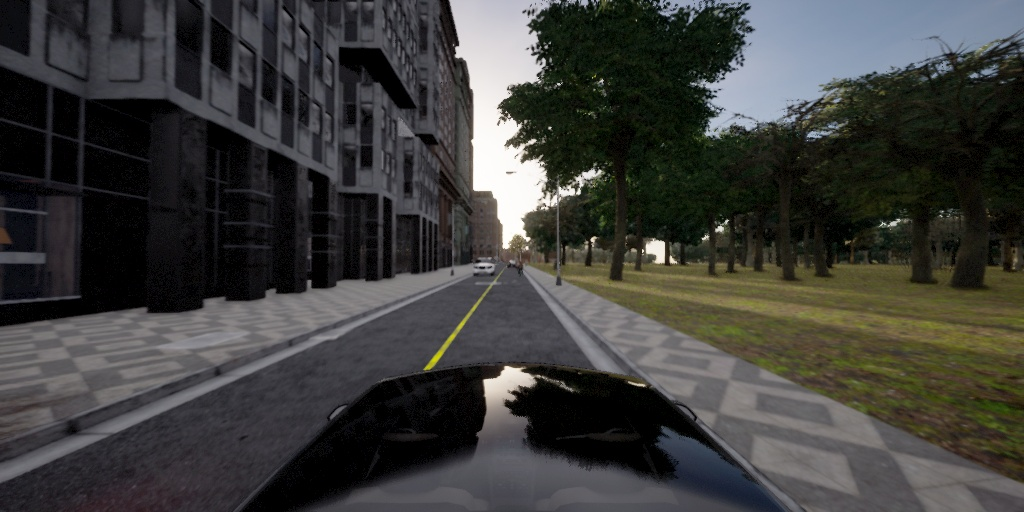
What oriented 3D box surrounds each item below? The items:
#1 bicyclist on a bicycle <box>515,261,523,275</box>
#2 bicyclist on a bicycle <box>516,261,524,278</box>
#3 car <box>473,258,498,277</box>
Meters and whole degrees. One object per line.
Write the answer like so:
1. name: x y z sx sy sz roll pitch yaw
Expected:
1. bicyclist on a bicycle: 0.831 1.425 42.721 0.866 1.612 1.509 0 0 0
2. bicyclist on a bicycle: 0.835 1.382 33.415 0.582 1.620 1.656 0 -1 0
3. car: -3.079 1.194 40.196 2.150 2.045 5.566 0 0 0
